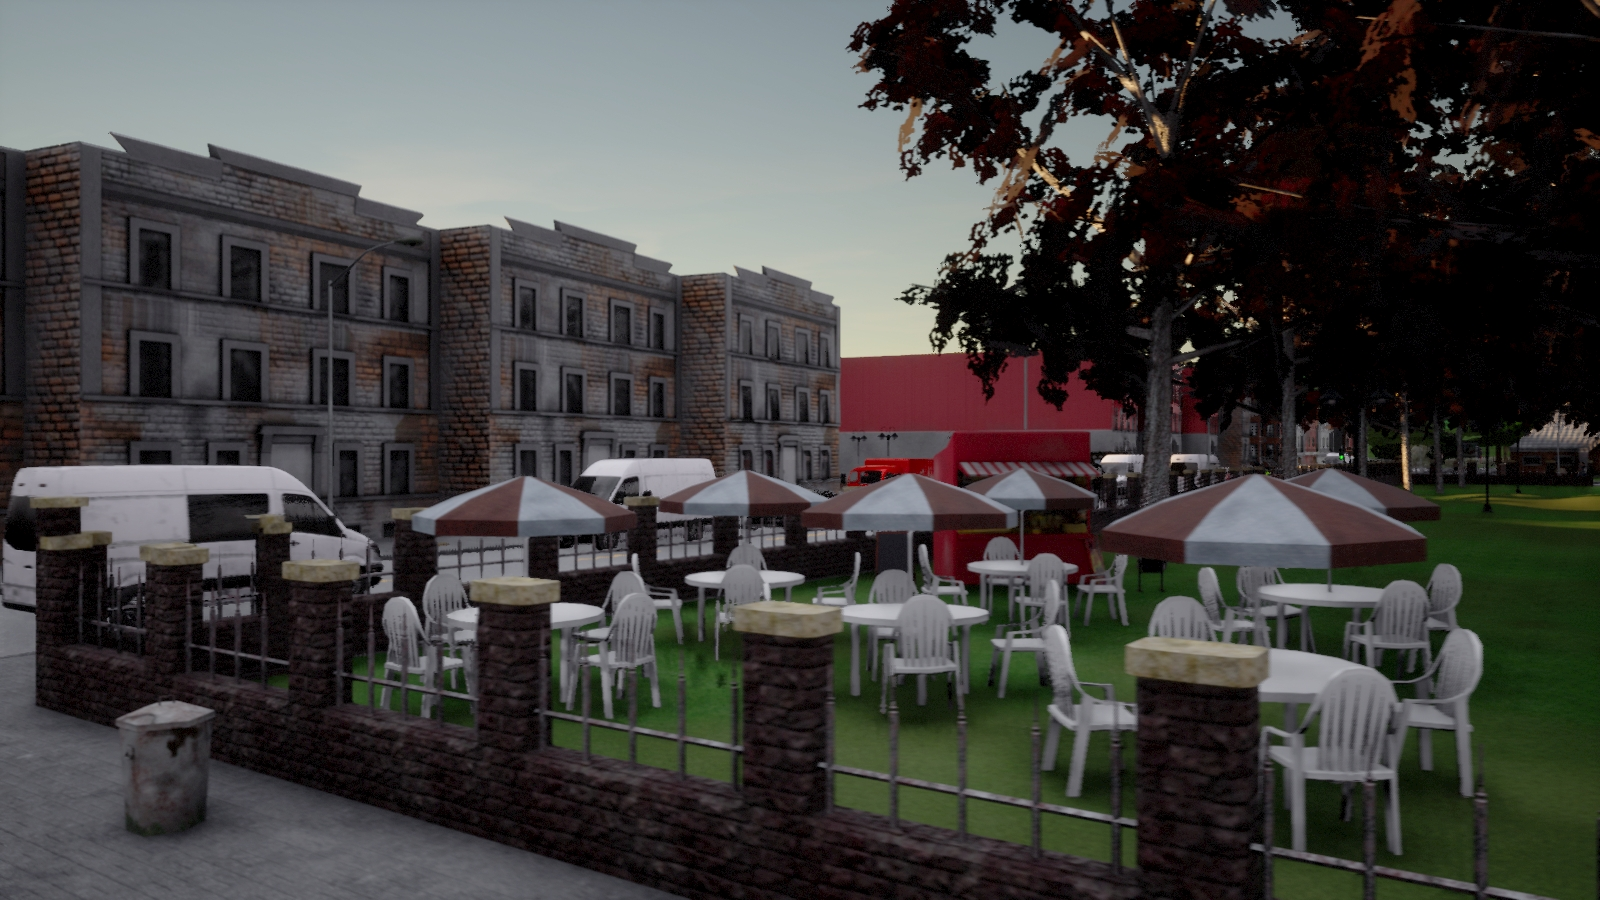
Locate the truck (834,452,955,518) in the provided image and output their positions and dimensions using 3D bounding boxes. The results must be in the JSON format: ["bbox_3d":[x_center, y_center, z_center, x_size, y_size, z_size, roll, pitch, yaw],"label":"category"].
[{"bbox_3d":[3.899,1.346,46.208,2.627,2.467,5.204,0,0,35],"label":"truck"}]

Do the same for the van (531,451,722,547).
[{"bbox_3d":[-4.944,1.315,33.570,1.988,2.561,5.915,0,0,35],"label":"van"}]

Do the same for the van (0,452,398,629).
[{"bbox_3d":[-10.025,1.314,19.583,1.988,2.561,5.915,0,0,33],"label":"van"}]

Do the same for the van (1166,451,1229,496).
[{"bbox_3d":[23.415,1.314,67.138,1.988,2.561,5.915,0,0,35],"label":"van"}]
